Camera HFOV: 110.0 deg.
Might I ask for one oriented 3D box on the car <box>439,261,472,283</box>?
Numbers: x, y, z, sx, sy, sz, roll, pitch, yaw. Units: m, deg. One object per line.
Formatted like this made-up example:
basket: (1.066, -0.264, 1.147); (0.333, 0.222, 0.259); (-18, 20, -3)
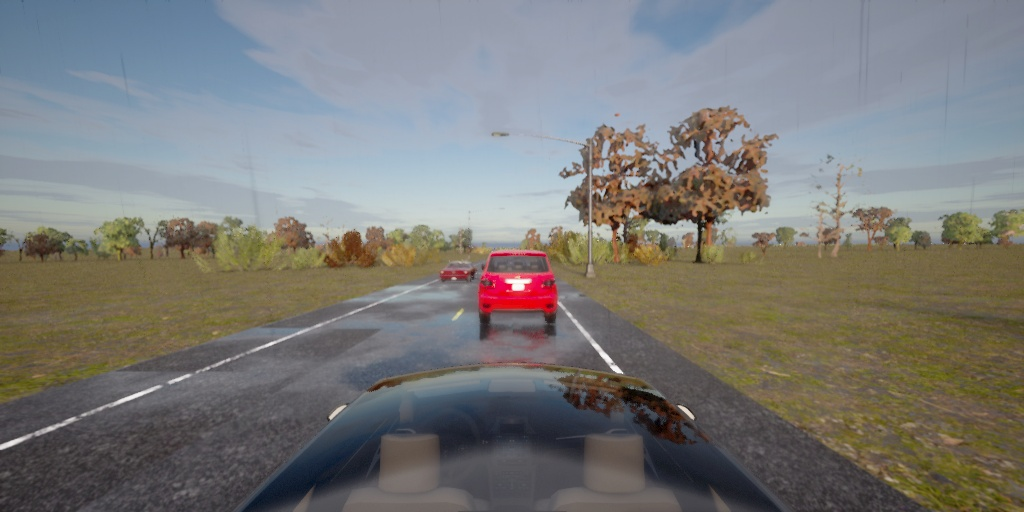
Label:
car: (-3.454, 1.009, 23.590); (1.895, 1.301, 4.718); (0, 1, 0)

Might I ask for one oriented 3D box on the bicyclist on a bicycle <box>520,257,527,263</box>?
bicyclist on a bicycle: (1.187, 0.582, 36.176); (0.659, 1.776, 1.843); (0, 1, 0)

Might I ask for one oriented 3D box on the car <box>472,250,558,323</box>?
car: (0.158, 0.817, 11.616); (2.150, 2.045, 5.566); (0, 1, 0)
